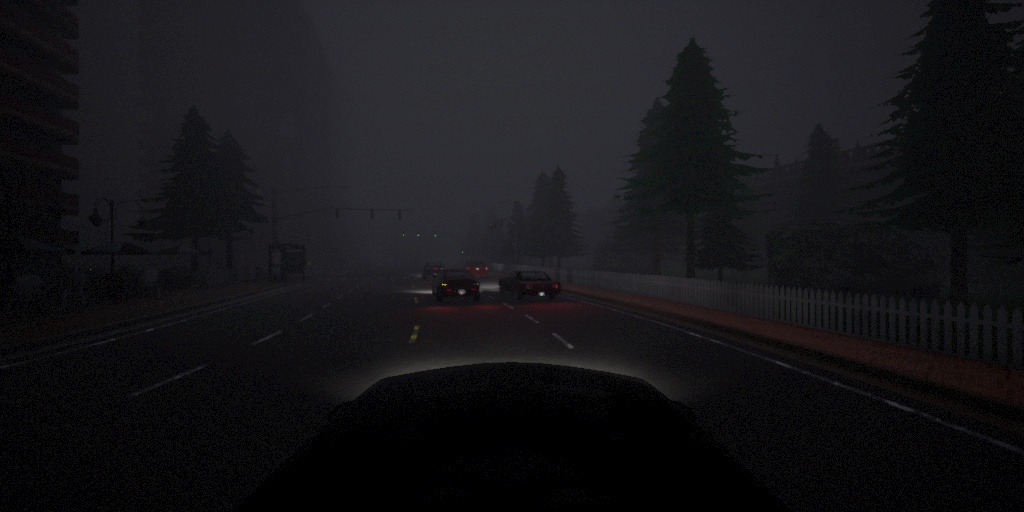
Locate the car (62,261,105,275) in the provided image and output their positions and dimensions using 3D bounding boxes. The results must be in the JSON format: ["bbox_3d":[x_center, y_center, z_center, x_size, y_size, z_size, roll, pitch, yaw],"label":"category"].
[{"bbox_3d":[-44.849,1.457,36.321,4.718,1.301,1.895,0,0,-16],"label":"car"}]

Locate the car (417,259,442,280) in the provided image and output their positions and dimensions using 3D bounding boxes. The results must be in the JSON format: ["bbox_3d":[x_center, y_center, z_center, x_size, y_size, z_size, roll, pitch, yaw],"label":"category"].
[{"bbox_3d":[-6.849,1.243,31.144,2.128,1.511,4.902,0,0,-16],"label":"car"}]

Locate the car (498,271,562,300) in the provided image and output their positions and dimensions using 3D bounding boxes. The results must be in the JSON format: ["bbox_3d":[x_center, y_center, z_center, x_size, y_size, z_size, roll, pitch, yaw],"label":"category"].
[{"bbox_3d":[0.679,1.364,17.739,1.895,1.301,4.718,0,0,-16],"label":"car"}]

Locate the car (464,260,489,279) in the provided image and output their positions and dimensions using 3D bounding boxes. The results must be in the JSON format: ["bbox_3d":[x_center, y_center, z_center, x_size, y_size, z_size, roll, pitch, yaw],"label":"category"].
[{"bbox_3d":[-3.479,1.114,32.089,2.097,1.767,4.553,0,0,-16],"label":"car"}]

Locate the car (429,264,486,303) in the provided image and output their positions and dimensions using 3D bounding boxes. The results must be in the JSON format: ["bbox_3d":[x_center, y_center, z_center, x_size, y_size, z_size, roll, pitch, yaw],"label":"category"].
[{"bbox_3d":[-2.675,1.281,16.737,1.812,1.442,4.674,0,0,-16],"label":"car"}]
